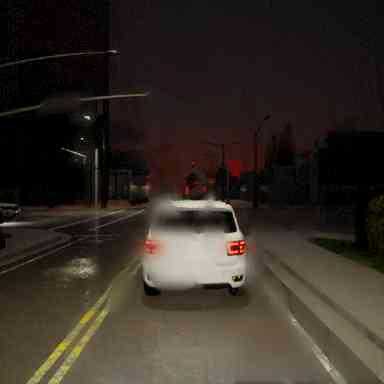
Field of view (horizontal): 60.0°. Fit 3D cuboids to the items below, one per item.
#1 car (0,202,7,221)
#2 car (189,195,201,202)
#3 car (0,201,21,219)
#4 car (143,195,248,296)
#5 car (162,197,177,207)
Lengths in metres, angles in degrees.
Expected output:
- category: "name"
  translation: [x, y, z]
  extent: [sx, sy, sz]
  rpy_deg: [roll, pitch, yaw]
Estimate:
- category: "car"
  translation: [-16.219, 1.667, 24.062]
  extent: [4.181, 1.385, 1.994]
  rpy_deg: [-1, 0, 0]
- category: "car"
  translation: [0.839, 1.465, 78.688]
  extent: [1.882, 1.535, 5.008]
  rpy_deg: [0, 0, 12]
- category: "car"
  translation: [-17.298, 1.339, 27.558]
  extent: [5.566, 2.045, 2.150]
  rpy_deg: [-1, 0, 0]
- category: "car"
  translation: [0.080, 1.221, 8.818]
  extent: [2.150, 2.045, 5.566]
  rpy_deg: [0, 0, 0]
- category: "car"
  translation: [-3.530, 1.564, 52.961]
  extent: [1.994, 1.385, 4.181]
  rpy_deg: [0, 0, 0]
